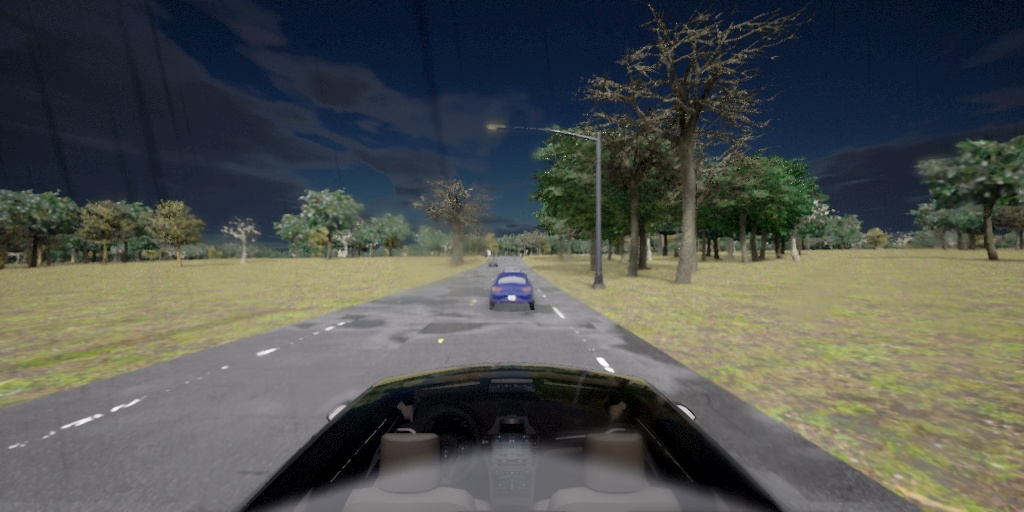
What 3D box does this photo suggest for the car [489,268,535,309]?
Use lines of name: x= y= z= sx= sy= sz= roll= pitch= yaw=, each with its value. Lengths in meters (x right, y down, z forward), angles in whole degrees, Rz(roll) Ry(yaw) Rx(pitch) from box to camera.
car: x=0.021 y=1.417 z=15.756 sx=1.812 sy=1.442 sz=4.674 roll=0 pitch=0 yaw=0
